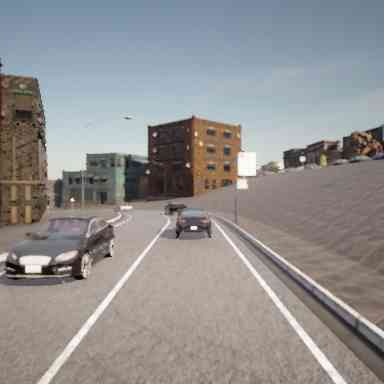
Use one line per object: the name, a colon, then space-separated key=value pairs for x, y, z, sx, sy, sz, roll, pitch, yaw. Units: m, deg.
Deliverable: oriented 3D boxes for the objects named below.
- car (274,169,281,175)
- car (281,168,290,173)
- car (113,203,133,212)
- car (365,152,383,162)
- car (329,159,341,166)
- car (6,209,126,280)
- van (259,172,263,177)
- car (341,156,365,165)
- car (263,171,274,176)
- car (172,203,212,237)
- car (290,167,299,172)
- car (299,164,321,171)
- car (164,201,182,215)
car: x=21.116 y=-4.488 z=76.222 sx=2.185 sy=1.767 sz=4.553 roll=0 pitch=1 yaw=-1
car: x=21.237 y=-4.427 z=70.703 sx=2.185 sy=1.767 sz=4.553 roll=0 pitch=1 yaw=-1
car: x=-10.541 y=2.362 z=50.704 sx=1.895 sy=1.301 sz=4.718 roll=-1 pitch=-2 yaw=-27
car: x=22.087 y=-3.824 z=37.541 sx=2.002 sy=1.452 sz=4.674 roll=0 pitch=1 yaw=-3
car: x=21.723 y=-4.040 z=48.600 sx=2.231 sy=1.521 sz=4.892 roll=0 pitch=1 yaw=-1
car: x=-3.615 y=1.491 z=10.018 sx=2.128 sy=1.511 sz=4.902 roll=0 pitch=0 yaw=0
van: x=20.756 y=-4.744 z=92.631 sx=1.878 sy=1.987 sz=4.442 roll=0 pitch=0 yaw=-1
car: x=21.852 y=-3.961 z=43.083 sx=2.231 sy=1.521 sz=4.892 roll=0 pitch=1 yaw=-1
car: x=20.874 y=-4.471 z=87.237 sx=2.231 sy=1.521 sz=4.892 roll=0 pitch=1 yaw=-1
car: x=0.078 y=1.559 z=18.154 sx=1.812 sy=1.442 sz=4.674 roll=0 pitch=0 yaw=0
car: x=21.362 y=-4.195 z=65.030 sx=2.002 sy=1.452 sz=4.674 roll=0 pitch=1 yaw=-1
car: x=21.483 y=-4.297 z=59.537 sx=2.185 sy=1.767 sz=4.553 roll=0 pitch=1 yaw=-1
car: x=-2.023 y=1.796 z=38.455 sx=1.882 sy=1.535 sz=5.008 roll=0 pitch=-1 yaw=-14
